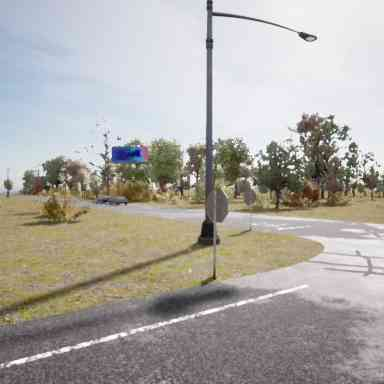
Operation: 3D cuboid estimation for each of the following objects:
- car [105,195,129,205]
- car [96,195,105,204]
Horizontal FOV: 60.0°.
[{"bbox_3d":[-12.187,1.451,55.029,2.033,1.411,5.357,0,0,-33],"label":"car"},{"bbox_3d":[-16.168,1.395,60.951,1.837,1.490,4.892,0,0,-34],"label":"car"}]
